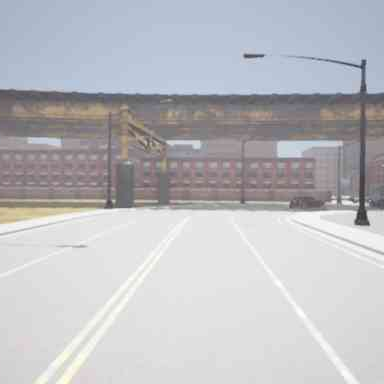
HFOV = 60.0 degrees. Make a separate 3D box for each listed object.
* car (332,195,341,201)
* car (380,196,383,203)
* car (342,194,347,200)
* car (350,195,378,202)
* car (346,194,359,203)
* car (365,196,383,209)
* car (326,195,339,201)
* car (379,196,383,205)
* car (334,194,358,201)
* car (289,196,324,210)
[{"bbox_3d":[33.868,1.184,81.563,4.536,1.218,1.853,0,0,-36],"label":"car"},{"bbox_3d":[35.449,1.311,60.509,1.853,1.218,4.536,1,0,34],"label":"car"},{"bbox_3d":[37.976,1.221,82.087,1.853,1.218,4.536,0,0,-31],"label":"car"},{"bbox_3d":[32.472,1.271,62.829,1.853,1.218,4.536,0,0,-26],"label":"car"},{"bbox_3d":[32.494,1.429,62.783,2.038,1.542,4.974,0,0,-26],"label":"car"},{"bbox_3d":[26.371,1.539,44.767,4.674,1.442,1.812,1,0,0],"label":"car"},{"bbox_3d":[37.219,1.581,88.004,1.970,1.475,3.806,1,0,4],"label":"car"},{"bbox_3d":[35.418,1.469,60.466,2.038,1.542,4.974,1,0,34],"label":"car"},{"bbox_3d":[37.948,1.378,82.132,2.038,1.542,4.974,0,0,-31],"label":"car"},{"bbox_3d":[14.585,1.266,42.102,4.553,1.767,2.097,0,0,-28],"label":"car"}]
